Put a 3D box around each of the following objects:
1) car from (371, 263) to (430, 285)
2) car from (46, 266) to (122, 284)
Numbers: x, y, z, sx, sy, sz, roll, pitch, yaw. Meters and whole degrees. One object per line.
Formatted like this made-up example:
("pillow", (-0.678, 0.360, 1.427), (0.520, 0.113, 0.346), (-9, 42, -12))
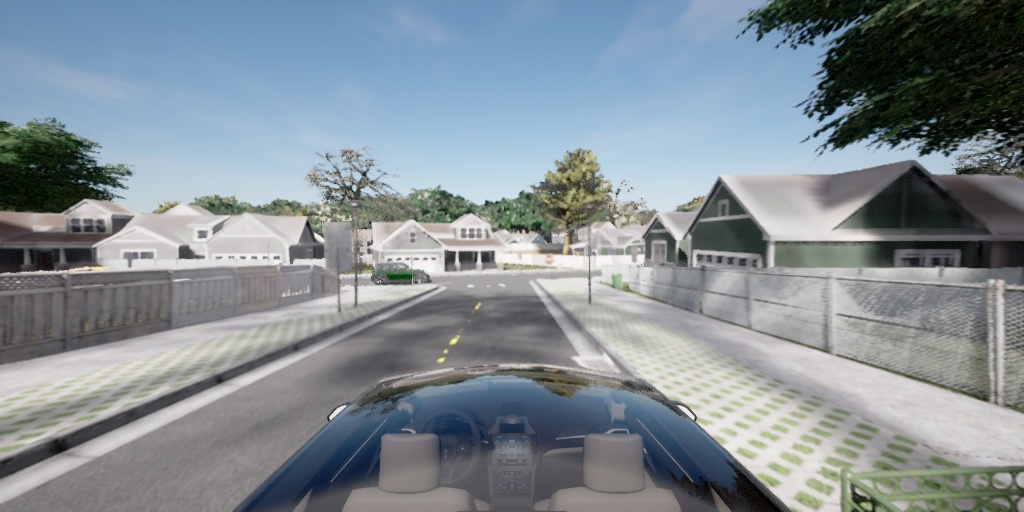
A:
("car", (-8.980, 1.321, 29.058), (4.553, 1.767, 2.097), (0, 3, -24))
("car", (-27.011, 1.454, 23.670), (5.008, 1.535, 1.882), (0, 3, -14))
